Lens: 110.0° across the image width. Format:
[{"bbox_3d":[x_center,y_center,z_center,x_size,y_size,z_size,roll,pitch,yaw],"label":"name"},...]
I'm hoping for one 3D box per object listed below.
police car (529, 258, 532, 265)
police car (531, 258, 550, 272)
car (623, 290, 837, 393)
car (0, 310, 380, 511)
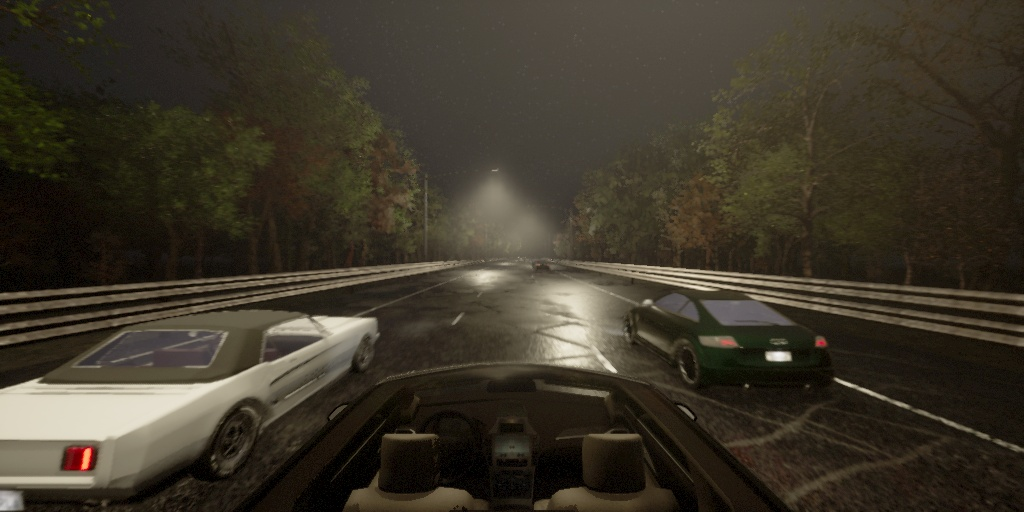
[{"bbox_3d":[4.283,1.234,59.015,1.930,1.638,5.238,0,0,2],"label":"police car"},{"bbox_3d":[4.012,1.305,47.953,2.038,1.542,4.974,0,0,1],"label":"police car"},{"bbox_3d":[3.612,1.324,6.858,1.994,1.385,4.181,0,0,0],"label":"car"},{"bbox_3d":[-3.396,1.351,4.615,1.895,1.301,4.718,0,0,0],"label":"car"}]
